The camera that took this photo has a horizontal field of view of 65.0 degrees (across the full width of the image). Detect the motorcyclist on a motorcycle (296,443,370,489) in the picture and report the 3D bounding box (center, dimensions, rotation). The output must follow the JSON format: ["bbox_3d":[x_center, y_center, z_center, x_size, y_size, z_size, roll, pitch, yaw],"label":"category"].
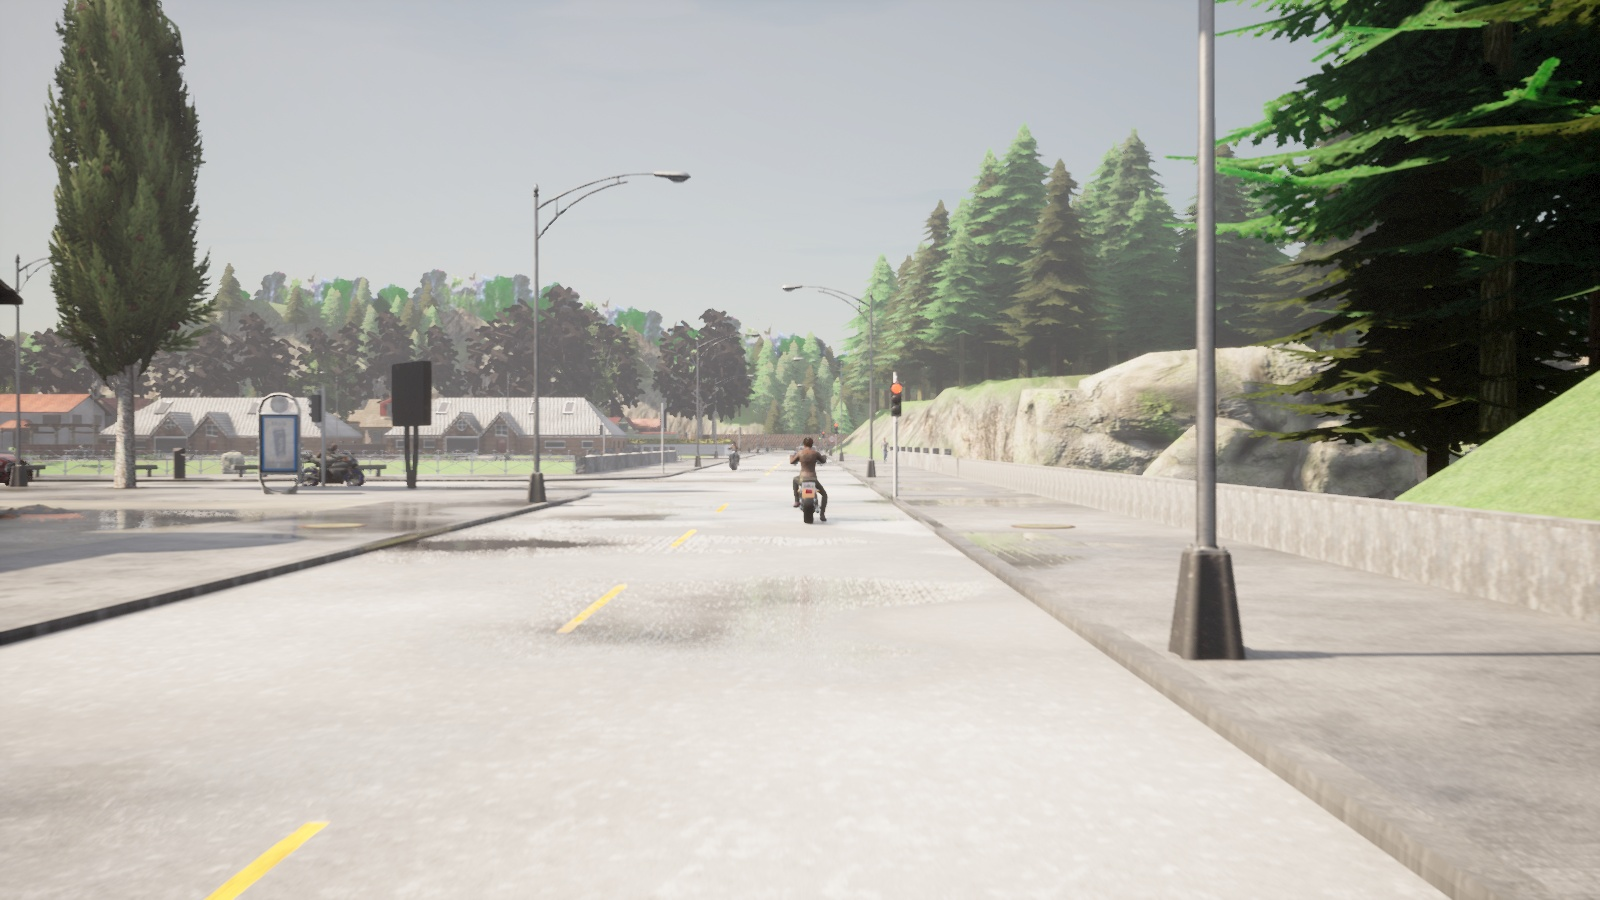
[{"bbox_3d":[-15.780,0.530,42.447,2.191,1.530,0.866,0,0,0],"label":"motorcyclist on a motorcycle"}]

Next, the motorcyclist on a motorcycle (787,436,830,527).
[{"bbox_3d":[0.157,0.563,23.802,0.766,1.649,2.350,0,0,0],"label":"motorcyclist on a motorcycle"}]

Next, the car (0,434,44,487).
[{"bbox_3d":[-28.503,0.342,42.513,4.553,1.767,2.097,0,0,0],"label":"car"}]
